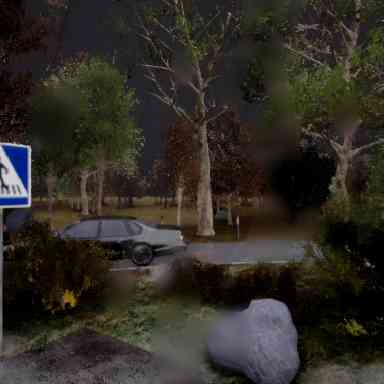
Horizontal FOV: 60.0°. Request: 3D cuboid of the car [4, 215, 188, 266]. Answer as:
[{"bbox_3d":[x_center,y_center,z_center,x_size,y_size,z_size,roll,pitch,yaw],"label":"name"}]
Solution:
[{"bbox_3d":[-2.825,1.445,10.176,5.357,1.411,2.033,-2,0,-5],"label":"car"}]
